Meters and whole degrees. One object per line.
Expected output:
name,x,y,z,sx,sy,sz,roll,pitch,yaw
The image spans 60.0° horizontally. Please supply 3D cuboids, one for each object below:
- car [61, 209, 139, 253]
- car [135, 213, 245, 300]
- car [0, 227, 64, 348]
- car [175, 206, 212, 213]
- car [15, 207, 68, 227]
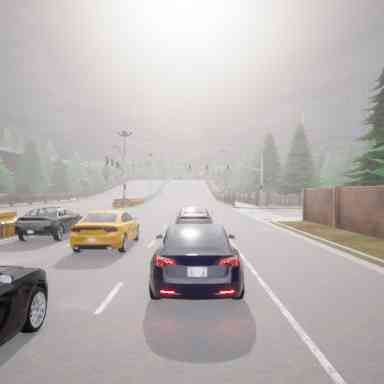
car,-3.404,1.478,13.777,1.882,1.535,5.008,0,0,0
car,0.098,1.503,8.423,2.163,1.488,4.792,0,0,0
car,-3.400,1.478,3.760,1.882,1.535,5.008,0,0,0
car,0.093,1.491,17.514,2.128,1.511,4.902,0,0,0
car,-6.905,1.491,16.624,2.128,1.511,4.902,0,0,0
